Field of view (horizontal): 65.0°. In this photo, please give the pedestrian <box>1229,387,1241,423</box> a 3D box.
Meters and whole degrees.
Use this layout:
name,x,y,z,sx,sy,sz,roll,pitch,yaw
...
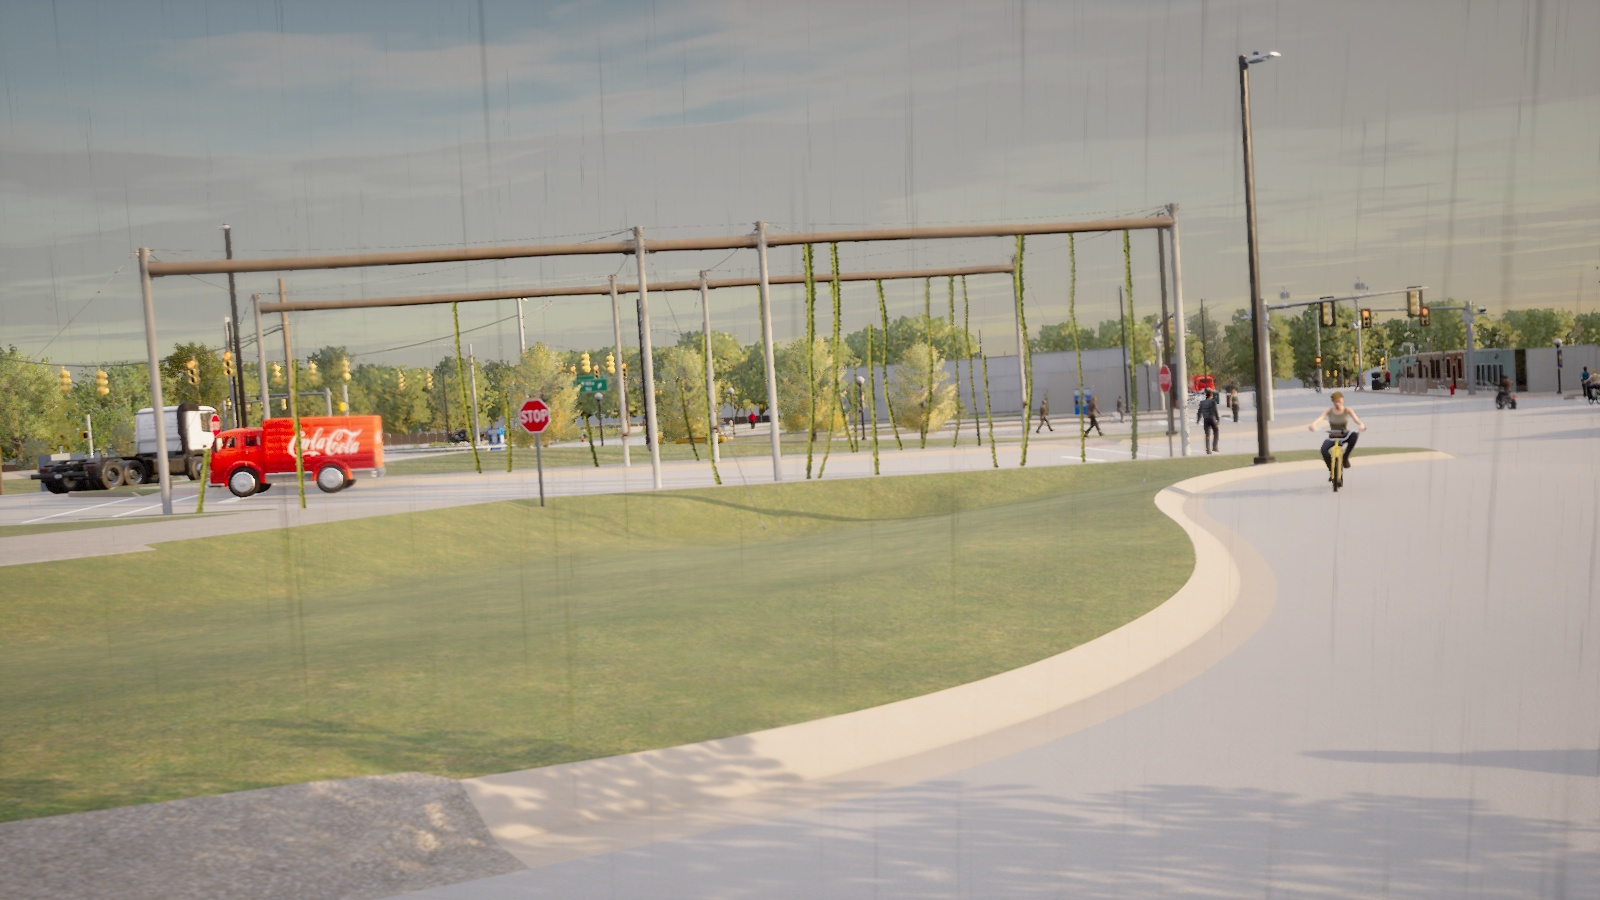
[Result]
name,x,y,z,sx,sy,sz,roll,pitch,yaw
pedestrian,22.310,-2.305,64.442,0.345,1.836,0.594,-4,3,6

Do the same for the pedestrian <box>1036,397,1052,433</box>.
name,x,y,z,sx,sy,sz,roll,pitch,yaw
pedestrian,13.012,-1.854,66.921,0.720,1.854,0.376,-4,3,13

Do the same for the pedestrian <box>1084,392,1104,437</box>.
name,x,y,z,sx,sy,sz,roll,pitch,yaw
pedestrian,12.295,-1.487,52.525,0.634,1.846,0.331,-5,3,-11

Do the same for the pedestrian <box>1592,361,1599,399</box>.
name,x,y,z,sx,sy,sz,roll,pitch,yaw
pedestrian,39.056,-3.408,60.858,0.899,1.844,0.634,-4,3,9

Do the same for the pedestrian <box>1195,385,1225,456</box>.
name,x,y,z,sx,sy,sz,roll,pitch,yaw
pedestrian,11.643,-0.850,35.672,0.423,1.949,0.788,-2,4,41

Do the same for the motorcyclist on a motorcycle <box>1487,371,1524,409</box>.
name,x,y,z,sx,sy,sz,roll,pitch,yaw
motorcyclist on a motorcycle,32.319,-2.752,57.567,0.766,1.649,2.350,-4,1,13

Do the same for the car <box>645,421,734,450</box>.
name,x,y,z,sx,sy,sz,roll,pitch,yaw
car,-7.161,-0.944,81.555,5.366,1.575,1.801,-2,2,12

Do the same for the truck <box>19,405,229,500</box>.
name,x,y,z,sx,sy,sz,roll,pitch,yaw
truck,-27.633,-0.026,51.894,2.891,3.462,7.936,-4,1,13

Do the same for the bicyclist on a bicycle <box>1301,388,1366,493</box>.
name,x,y,z,sx,sy,sz,roll,pitch,yaw
bicyclist on a bicycle,8.644,-0.172,20.302,0.866,1.612,1.509,0,3,26

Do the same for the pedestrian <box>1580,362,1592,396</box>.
name,x,y,z,sx,sy,sz,roll,pitch,yaw
pedestrian,44.731,-4.055,71.482,0.396,1.930,0.692,-3,3,21

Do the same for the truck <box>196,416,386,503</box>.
name,x,y,z,sx,sy,sz,roll,pitch,yaw
truck,-16.401,0.251,40.816,5.204,2.467,2.627,-3,2,-11
